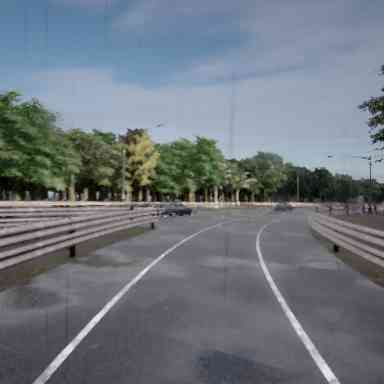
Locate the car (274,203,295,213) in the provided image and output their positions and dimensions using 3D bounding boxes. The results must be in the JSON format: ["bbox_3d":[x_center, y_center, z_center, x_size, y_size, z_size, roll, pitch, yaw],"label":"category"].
[{"bbox_3d":[14.969,2.573,53.810,1.837,1.490,4.892,0,-2,40],"label":"car"}]

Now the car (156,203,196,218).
[{"bbox_3d":[-1.568,1.849,33.762,1.837,1.490,4.892,0,-2,40],"label":"car"}]

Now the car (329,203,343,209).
[{"bbox_3d":[32.550,3.197,75.119,2.097,1.767,4.553,0,-2,40],"label":"car"}]

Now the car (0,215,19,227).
[{"bbox_3d":[-13.020,1.387,19.881,2.128,1.511,4.902,0,-1,40],"label":"car"}]
